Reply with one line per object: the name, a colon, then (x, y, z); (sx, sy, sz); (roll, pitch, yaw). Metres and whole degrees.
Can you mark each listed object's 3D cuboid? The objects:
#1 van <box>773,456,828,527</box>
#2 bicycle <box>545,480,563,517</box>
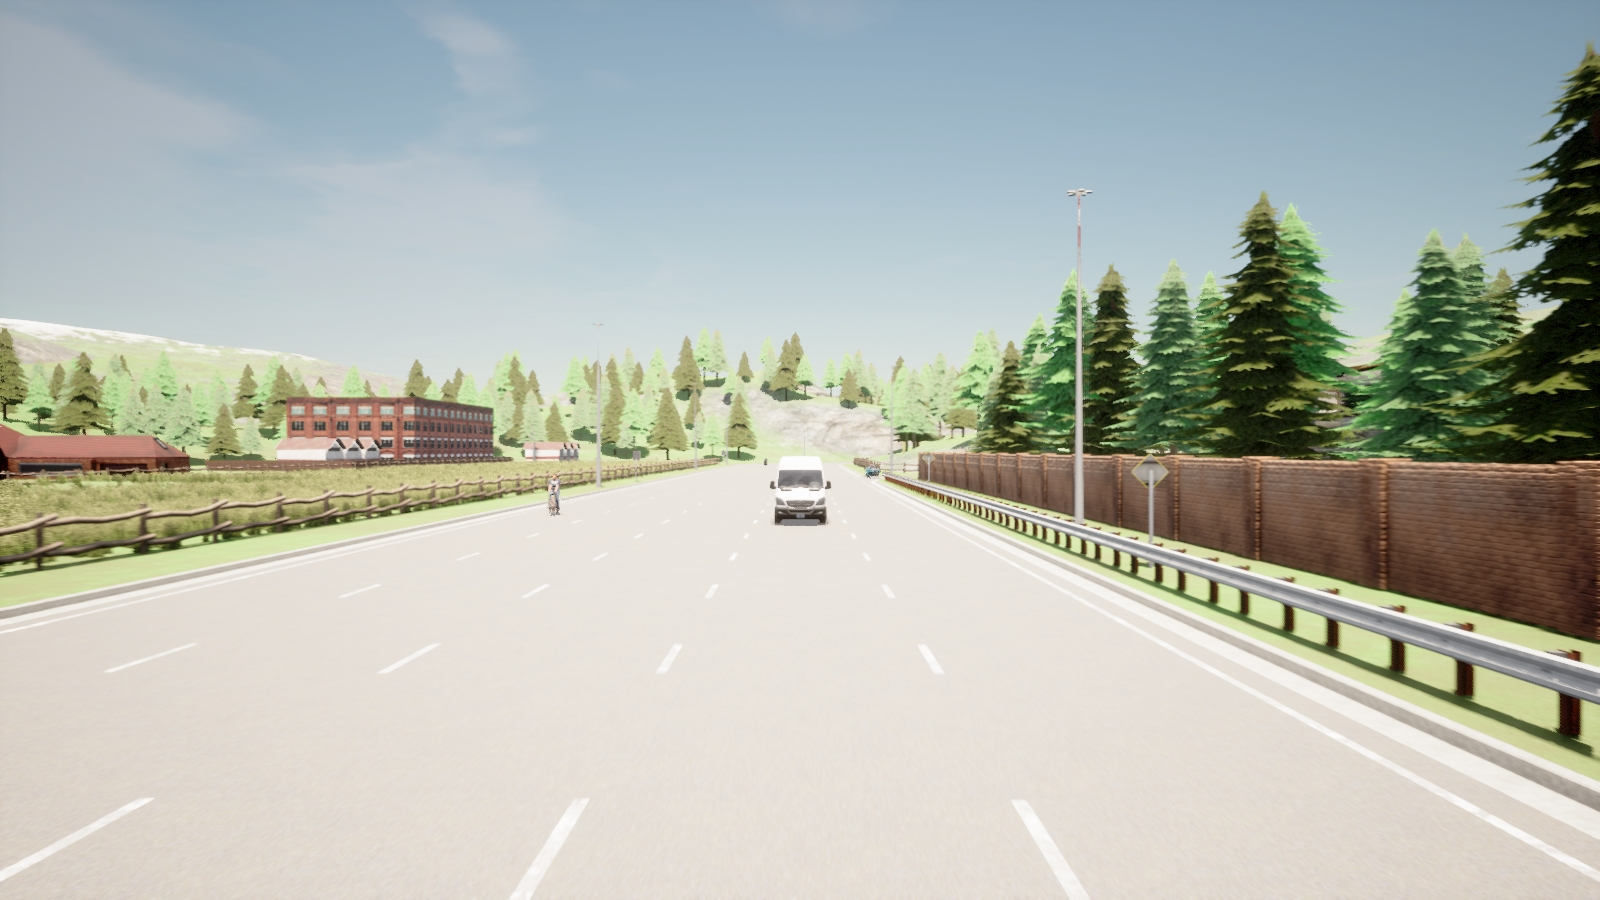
van: (0.028, 1.534, 44.666); (1.988, 2.561, 5.915); (0, 0, 0)
bicycle: (-10.470, 2.056, 48.637); (0.373, 1.496, 1.643); (0, 0, 0)
